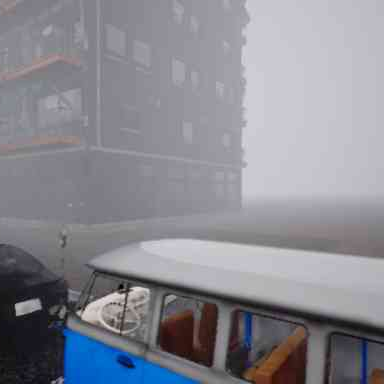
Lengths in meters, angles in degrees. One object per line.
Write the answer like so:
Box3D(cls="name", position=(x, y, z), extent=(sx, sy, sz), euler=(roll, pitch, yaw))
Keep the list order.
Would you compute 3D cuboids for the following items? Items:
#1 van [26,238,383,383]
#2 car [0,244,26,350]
Box3D(cls="van", position=(0.723, 1.341, 2.361), extent=(3.998, 1.788, 1.690), euler=(0, 0, 36))
Box3D(cls="car", position=(-3.866, 1.561, 5.634), extent=(4.313, 1.339, 1.947), euler=(0, 0, 36))
